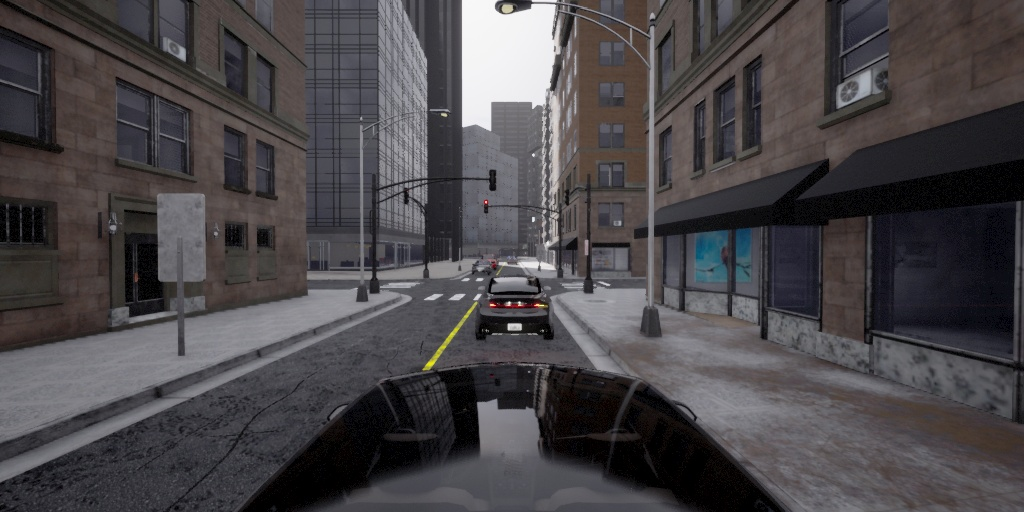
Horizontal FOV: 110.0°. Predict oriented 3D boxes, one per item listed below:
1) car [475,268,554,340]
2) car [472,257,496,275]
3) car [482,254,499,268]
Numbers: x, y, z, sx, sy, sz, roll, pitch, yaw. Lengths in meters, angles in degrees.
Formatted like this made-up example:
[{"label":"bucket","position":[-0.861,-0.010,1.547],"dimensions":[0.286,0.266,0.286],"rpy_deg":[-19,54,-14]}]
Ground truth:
[{"label":"car","position":[0.070,1.252,9.987],"dimensions":[1.837,1.490,4.892],"rpy_deg":[0,0,0]},{"label":"car","position":[-3.133,1.163,37.976],"dimensions":[2.128,1.511,4.902],"rpy_deg":[0,0,0]},{"label":"car","position":[-3.150,0.809,48.281],"dimensions":[2.150,2.045,5.566],"rpy_deg":[0,1,0]}]
